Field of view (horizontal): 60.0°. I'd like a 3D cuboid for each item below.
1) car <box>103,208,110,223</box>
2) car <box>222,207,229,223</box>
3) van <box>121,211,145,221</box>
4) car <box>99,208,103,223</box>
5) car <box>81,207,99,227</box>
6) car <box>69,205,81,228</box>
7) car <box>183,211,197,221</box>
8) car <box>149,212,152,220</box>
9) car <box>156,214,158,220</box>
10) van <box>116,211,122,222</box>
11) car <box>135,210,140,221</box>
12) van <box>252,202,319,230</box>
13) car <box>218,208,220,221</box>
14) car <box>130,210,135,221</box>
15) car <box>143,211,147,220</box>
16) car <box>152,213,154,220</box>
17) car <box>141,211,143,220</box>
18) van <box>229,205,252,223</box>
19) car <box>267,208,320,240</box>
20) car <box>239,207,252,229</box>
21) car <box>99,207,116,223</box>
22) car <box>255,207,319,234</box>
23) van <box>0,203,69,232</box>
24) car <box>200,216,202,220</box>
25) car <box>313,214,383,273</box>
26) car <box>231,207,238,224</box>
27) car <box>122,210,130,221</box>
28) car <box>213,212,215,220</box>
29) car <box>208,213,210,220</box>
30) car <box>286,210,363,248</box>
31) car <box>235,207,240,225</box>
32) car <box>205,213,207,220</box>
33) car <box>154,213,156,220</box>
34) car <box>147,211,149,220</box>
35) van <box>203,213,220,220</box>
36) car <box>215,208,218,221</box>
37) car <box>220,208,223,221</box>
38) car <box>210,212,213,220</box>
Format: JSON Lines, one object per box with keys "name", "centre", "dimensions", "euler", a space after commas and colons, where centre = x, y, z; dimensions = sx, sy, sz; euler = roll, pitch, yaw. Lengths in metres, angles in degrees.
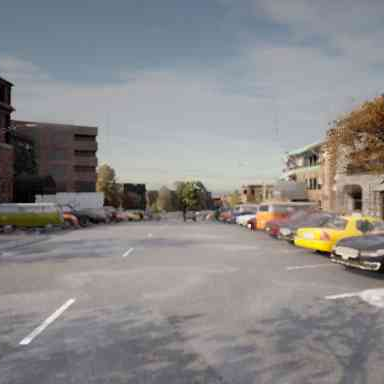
{"name": "car", "centre": [-11.550, 2.746, 35.587], "dimensions": [4.674, 1.452, 2.002], "euler": [0, -3, -20]}
{"name": "car", "centre": [6.261, 2.707, 36.158], "dimensions": [5.008, 1.535, 2.097], "euler": [2, -4, -20]}
{"name": "van", "centre": [-12.125, 4.885, 68.393], "dimensions": [4.442, 1.987, 1.878], "euler": [1, -5, -21]}
{"name": "car", "centre": [-11.555, 2.554, 32.588], "dimensions": [4.792, 1.488, 2.163], "euler": [0, -3, -20]}
{"name": "car", "centre": [-11.485, 2.100, 29.647], "dimensions": [5.566, 2.045, 2.435], "euler": [0, -4, -20]}
{"name": "car", "centre": [-11.513, 2.055, 26.624], "dimensions": [4.553, 1.767, 2.185], "euler": [0, -3, -20]}
{"name": "car", "centre": [-0.340, 3.749, 51.351], "dimensions": [2.128, 1.511, 4.902], "euler": [0, -4, -1]}
{"name": "car", "centre": [-11.896, 5.366, 71.472], "dimensions": [5.366, 1.575, 1.946], "euler": [1, -5, -21]}
{"name": "car", "centre": [-12.226, 6.646, 86.386], "dimensions": [4.892, 1.521, 2.231], "euler": [1, -5, -20]}
{"name": "van", "centre": [-11.511, 2.862, 41.625], "dimensions": [4.442, 1.987, 1.878], "euler": [0, -4, -21]}
{"name": "car", "centre": [-11.596, 3.923, 53.570], "dimensions": [5.366, 1.575, 1.946], "euler": [1, -5, -21]}
{"name": "van", "centre": [6.478, 1.674, 21.569], "dimensions": [4.442, 1.987, 1.878], "euler": [2, -3, -20]}
{"name": "car", "centre": [6.164, 2.953, 42.016], "dimensions": [4.553, 1.767, 2.185], "euler": [2, -4, -20]}
{"name": "car", "centre": [-11.699, 3.737, 50.532], "dimensions": [4.792, 1.488, 2.163], "euler": [1, -5, -21]}
{"name": "car", "centre": [-11.936, 4.368, 62.460], "dimensions": [5.566, 2.045, 2.435], "euler": [1, -5, -21]}
{"name": "car", "centre": [-12.153, 5.369, 74.397], "dimensions": [5.566, 2.045, 2.435], "euler": [1, -5, -21]}
{"name": "car", "centre": [-12.034, 4.375, 59.404], "dimensions": [5.366, 1.575, 1.946], "euler": [1, -5, -21]}
{"name": "van", "centre": [6.392, 2.309, 33.284], "dimensions": [4.442, 1.987, 1.878], "euler": [2, -4, -20]}
{"name": "car", "centre": [6.399, 1.676, 15.665], "dimensions": [4.892, 1.521, 2.231], "euler": [2, -2, -20]}
{"name": "car", "centre": [6.321, 2.065, 24.433], "dimensions": [4.792, 1.488, 2.163], "euler": [2, -3, -20]}
{"name": "car", "centre": [-11.555, 2.768, 38.592], "dimensions": [4.553, 1.767, 2.185], "euler": [0, -4, -20]}
{"name": "car", "centre": [6.388, 1.775, 18.590], "dimensions": [5.008, 1.535, 2.097], "euler": [2, -2, -20]}
{"name": "van", "centre": [-11.351, 1.797, 23.692], "dimensions": [4.442, 1.987, 1.878], "euler": [0, -3, -20]}
{"name": "car", "centre": [5.444, 6.540, 85.888], "dimensions": [5.008, 1.535, 2.097], "euler": [3, -5, -21]}
{"name": "car", "centre": [6.418, 1.538, 9.818], "dimensions": [4.892, 1.521, 2.231], "euler": [1, -1, -20]}
{"name": "car", "centre": [6.309, 2.399, 30.297], "dimensions": [4.674, 1.452, 2.002], "euler": [2, -3, -20]}
{"name": "car", "centre": [-11.479, 3.287, 44.620], "dimensions": [5.366, 1.575, 1.946], "euler": [1, -4, -21]}
{"name": "car", "centre": [6.118, 3.476, 47.870], "dimensions": [4.892, 1.521, 2.231], "euler": [2, -5, -21]}
{"name": "car", "centre": [5.948, 4.339, 59.569], "dimensions": [5.008, 1.535, 2.097], "euler": [2, -5, -21]}
{"name": "car", "centre": [6.575, 1.597, 12.811], "dimensions": [5.366, 1.575, 1.946], "euler": [1, -2, -20]}
{"name": "car", "centre": [6.332, 2.233, 27.362], "dimensions": [4.674, 1.452, 2.002], "euler": [2, -3, -20]}
{"name": "car", "centre": [5.775, 4.924, 68.346], "dimensions": [4.553, 1.767, 2.185], "euler": [3, -5, -21]}
{"name": "car", "centre": [-12.226, 5.882, 80.393], "dimensions": [5.566, 2.045, 2.435], "euler": [1, -5, -20]}
{"name": "car", "centre": [-11.785, 4.862, 65.501], "dimensions": [5.366, 1.575, 1.946], "euler": [1, -5, -21]}
{"name": "van", "centre": [5.406, 6.817, 91.801], "dimensions": [4.442, 1.987, 1.878], "euler": [3, -6, -21]}
{"name": "car", "centre": [6.154, 3.277, 44.939], "dimensions": [4.892, 1.521, 2.231], "euler": [2, -4, -21]}
{"name": "car", "centre": [6.198, 2.920, 39.068], "dimensions": [4.792, 1.488, 2.163], "euler": [2, -4, -20]}
{"name": "car", "centre": [6.114, 3.435, 50.827], "dimensions": [5.566, 2.045, 2.435], "euler": [2, -5, -21]}
